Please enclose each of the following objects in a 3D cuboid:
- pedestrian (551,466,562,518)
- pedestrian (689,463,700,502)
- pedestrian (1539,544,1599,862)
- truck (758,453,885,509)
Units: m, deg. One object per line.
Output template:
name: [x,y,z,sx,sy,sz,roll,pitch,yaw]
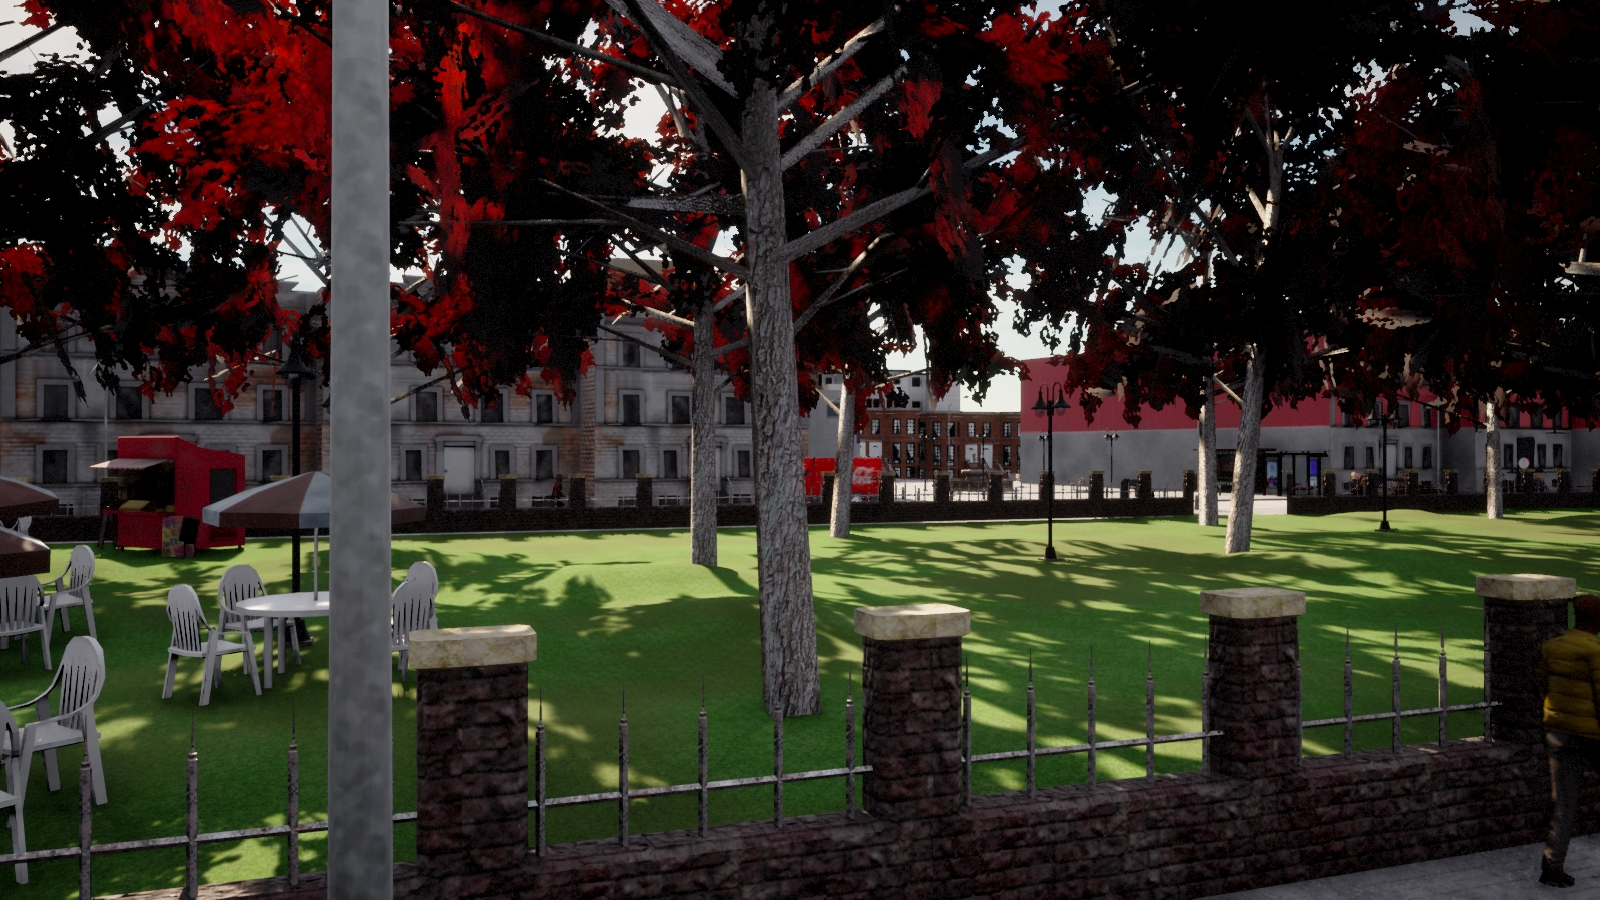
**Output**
pedestrian: [-8.824,1.527,41.434,0.375,1.860,0.375,0,0,-16]
pedestrian: [-5.012,1.530,54.241,0.375,1.860,0.375,0,0,26]
pedestrian: [4.877,1.528,7.058,0.375,1.860,0.375,0,0,-20]
truck: [0.960,1.355,52.371,5.204,2.467,2.627,0,0,-20]
